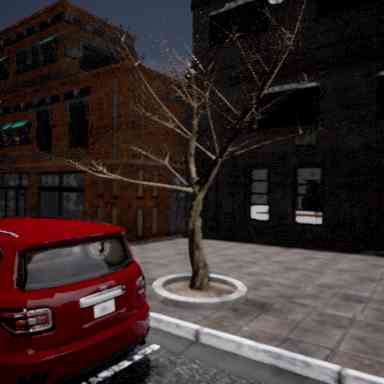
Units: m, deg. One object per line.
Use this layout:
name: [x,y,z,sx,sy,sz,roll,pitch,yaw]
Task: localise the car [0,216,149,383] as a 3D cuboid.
car: [-2.865,1.299,4.892,5.009,1.841,2.192,0,1,35]
